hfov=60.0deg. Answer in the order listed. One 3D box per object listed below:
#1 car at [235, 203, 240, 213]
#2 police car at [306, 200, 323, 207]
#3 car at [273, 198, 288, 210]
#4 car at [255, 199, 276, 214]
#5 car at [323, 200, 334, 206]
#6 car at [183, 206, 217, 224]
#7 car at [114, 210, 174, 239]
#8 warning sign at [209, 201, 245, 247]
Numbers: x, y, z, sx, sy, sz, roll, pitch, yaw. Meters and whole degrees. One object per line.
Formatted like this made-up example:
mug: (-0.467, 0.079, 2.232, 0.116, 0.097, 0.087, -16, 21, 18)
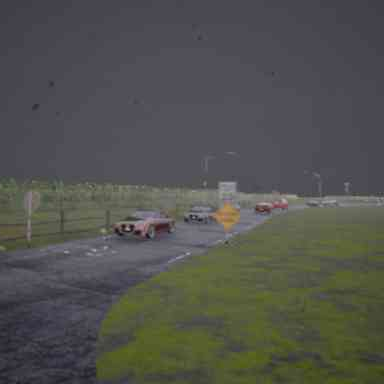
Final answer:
car: (4.305, 1.955, 38.178, 1.837, 1.490, 4.892, 1, -1, 19)
police car: (28.377, 2.677, 78.045, 1.930, 1.638, 5.238, 1, 0, 36)
car: (15.065, 2.054, 57.089, 2.150, 2.045, 5.566, 1, 0, 26)
car: (9.748, 2.102, 44.817, 1.882, 1.535, 5.008, 1, -1, 21)
car: (34.345, 2.923, 85.736, 1.837, 1.490, 4.892, 1, 0, 40)
car: (0.787, 1.857, 27.916, 1.994, 1.385, 4.181, 1, 0, 20)
car: (-2.565, 1.712, 18.667, 1.994, 1.385, 4.181, 1, 0, 21)
warning sign: (1.533, 1.327, 14.361, 1.300, 1.860, 1.060, 1, 0, 21)
